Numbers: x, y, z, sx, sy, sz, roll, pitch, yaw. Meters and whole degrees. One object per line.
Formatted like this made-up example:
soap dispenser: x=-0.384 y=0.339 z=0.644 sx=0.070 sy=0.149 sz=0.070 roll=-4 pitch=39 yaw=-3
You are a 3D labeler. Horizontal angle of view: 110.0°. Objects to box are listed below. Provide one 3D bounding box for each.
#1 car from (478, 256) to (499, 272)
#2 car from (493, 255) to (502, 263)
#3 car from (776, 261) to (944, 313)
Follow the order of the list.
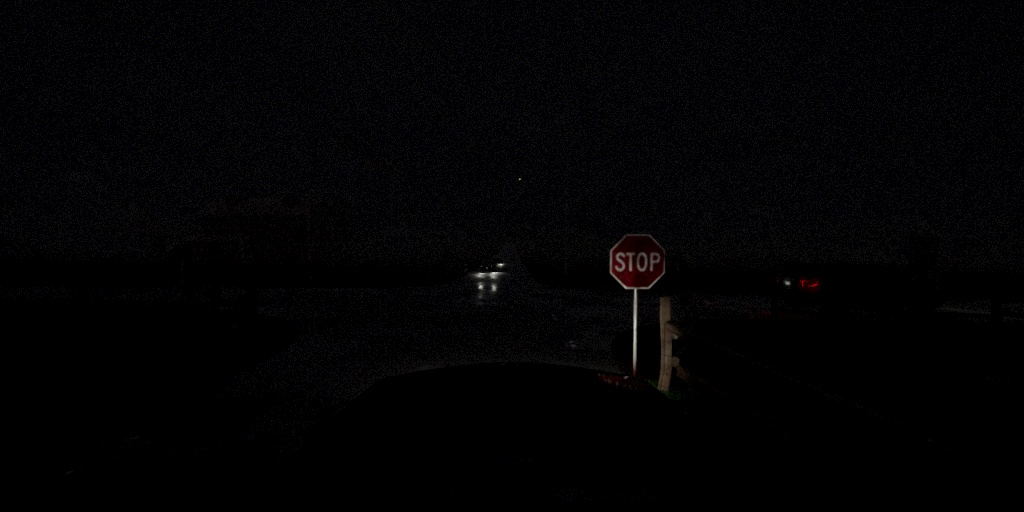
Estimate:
car: x=-2.814 y=1.053 z=42.072 sx=1.837 sy=1.490 sz=4.892 roll=0 pitch=1 yaw=0
car: x=-2.732 y=0.505 z=64.149 sx=1.882 sy=1.535 sz=5.008 roll=0 pitch=1 yaw=1
car: x=13.962 y=1.252 z=14.665 sx=5.566 sy=2.045 sz=2.150 roll=1 pitch=2 yaw=0
